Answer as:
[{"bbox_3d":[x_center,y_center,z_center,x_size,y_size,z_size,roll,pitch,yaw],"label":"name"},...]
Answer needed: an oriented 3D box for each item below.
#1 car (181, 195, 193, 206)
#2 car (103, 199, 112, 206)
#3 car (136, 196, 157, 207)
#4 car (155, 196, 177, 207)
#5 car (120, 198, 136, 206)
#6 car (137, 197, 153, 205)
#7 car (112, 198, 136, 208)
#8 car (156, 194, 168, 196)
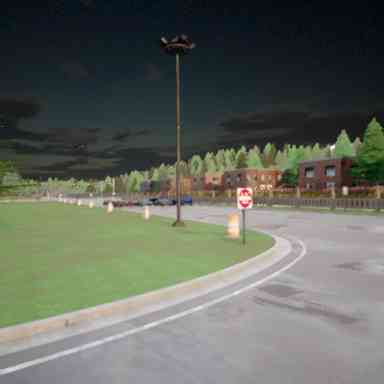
[{"bbox_3d":[-1.709,1.482,59.527,2.150,2.045,5.566,-1,0,-26],"label":"car"},{"bbox_3d":[-15.890,2.037,64.352,1.895,1.301,4.718,-1,0,-26],"label":"car"},{"bbox_3d":[-8.417,1.873,57.322,2.033,1.411,5.357,-1,0,-26],"label":"car"},{"bbox_3d":[-5.114,1.841,58.532,2.033,1.411,5.357,-1,0,-26],"label":"car"},{"bbox_3d":[-12.744,1.971,65.885,1.994,1.385,4.181,-1,0,-26],"label":"car"},{"bbox_3d":[-9.612,1.889,67.446,1.837,1.490,4.892,-1,0,-26],"label":"car"},{"bbox_3d":[-11.398,1.703,55.444,2.097,1.767,4.553,-1,0,-26],"label":"car"},{"bbox_3d":[-6.497,1.453,69.034,2.150,2.045,5.566,-1,0,-26],"label":"car"}]
